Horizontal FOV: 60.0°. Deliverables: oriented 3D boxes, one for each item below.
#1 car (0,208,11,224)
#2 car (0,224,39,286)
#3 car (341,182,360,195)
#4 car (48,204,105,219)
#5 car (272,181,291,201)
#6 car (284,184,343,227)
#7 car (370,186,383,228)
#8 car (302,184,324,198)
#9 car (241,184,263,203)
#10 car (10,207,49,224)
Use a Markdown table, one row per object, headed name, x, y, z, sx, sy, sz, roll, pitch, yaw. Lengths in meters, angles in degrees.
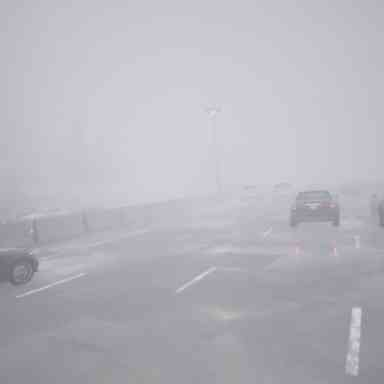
| name | x | y | z | sx | sy | sz | roll | pitch | yaw |
| --- | --- | --- | --- | --- | --- | --- | --- | --- | --- |
| car | -14.901 | 2.151 | 30.234 | 2.128 | 1.511 | 4.902 | -4 | 1 | 22 |
| car | -5.959 | 1.856 | 7.734 | 1.812 | 1.442 | 4.674 | -4 | 1 | 28 |
| car | 17.256 | -0.350 | 37.044 | 1.994 | 1.385 | 4.181 | -4 | 1 | 16 |
| car | -8.796 | 1.773 | 26.746 | 1.812 | 1.442 | 4.674 | -4 | 1 | 22 |
| car | 10.027 | -0.132 | 36.661 | 2.150 | 2.045 | 5.566 | -4 | 1 | 16 |
| car | 6.185 | 0.610 | 16.597 | 2.097 | 1.767 | 4.553 | -4 | 1 | 24 |
| car | 9.073 | 0.421 | 14.492 | 2.097 | 1.767 | 4.553 | -4 | 1 | 24 |
| car | 14.323 | -0.164 | 39.533 | 1.994 | 1.385 | 4.181 | -4 | 1 | 15 |
| car | 7.014 | 0.065 | 38.821 | 2.150 | 2.045 | 5.566 | -4 | 1 | 16 |
| car | -12.175 | 2.016 | 27.715 | 1.812 | 1.442 | 4.674 | -4 | 1 | 23 |
